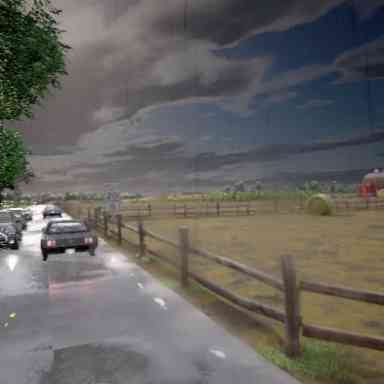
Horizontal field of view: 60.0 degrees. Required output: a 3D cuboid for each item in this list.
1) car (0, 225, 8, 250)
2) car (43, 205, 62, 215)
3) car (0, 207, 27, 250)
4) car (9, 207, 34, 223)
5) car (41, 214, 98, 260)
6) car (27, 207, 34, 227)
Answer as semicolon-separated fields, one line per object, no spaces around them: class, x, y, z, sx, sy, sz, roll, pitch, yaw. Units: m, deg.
car;-5.147;1.707;6.573;2.033;1.411;5.357;-2;0;-24
car;-16.026;2.193;38.207;1.994;1.385;4.181;-2;0;-24
car;-8.983;1.649;15.187;2.097;1.767;4.553;-2;0;-24
car;-17.089;2.232;33.516;1.895;1.301;4.718;-2;0;-23
car;-5.053;1.777;13.472;1.895;1.301;4.718;-2;0;-23
car;-13.036;1.948;24.325;2.128;1.511;4.902;-2;0;-24
